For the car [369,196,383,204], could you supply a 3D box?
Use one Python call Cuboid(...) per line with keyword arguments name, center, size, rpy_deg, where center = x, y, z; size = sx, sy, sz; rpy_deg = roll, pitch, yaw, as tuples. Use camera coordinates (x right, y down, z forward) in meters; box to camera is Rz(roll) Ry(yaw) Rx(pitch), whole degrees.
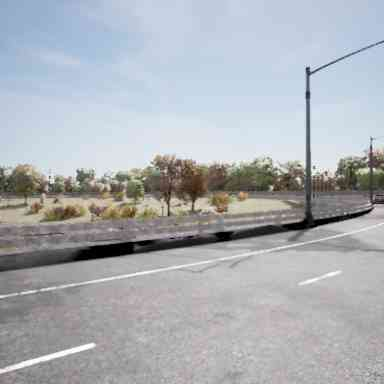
Cuboid(name="car", center=(37.755, 1.515, 68.072), size=(2.097, 1.767, 4.553), rpy_deg=(0, 0, 12))
